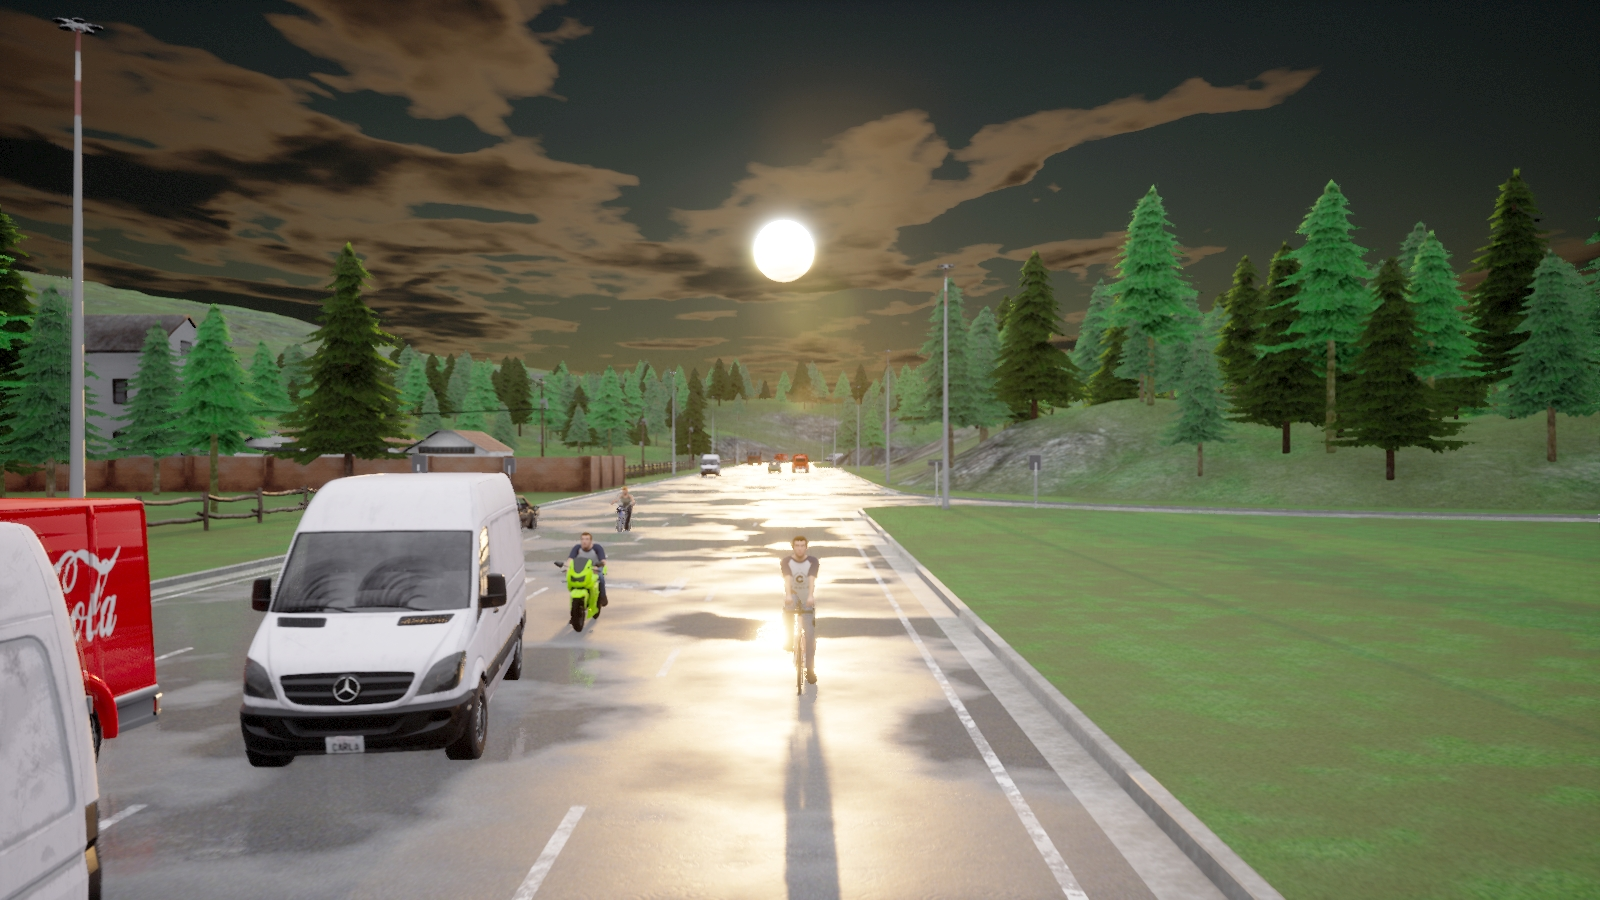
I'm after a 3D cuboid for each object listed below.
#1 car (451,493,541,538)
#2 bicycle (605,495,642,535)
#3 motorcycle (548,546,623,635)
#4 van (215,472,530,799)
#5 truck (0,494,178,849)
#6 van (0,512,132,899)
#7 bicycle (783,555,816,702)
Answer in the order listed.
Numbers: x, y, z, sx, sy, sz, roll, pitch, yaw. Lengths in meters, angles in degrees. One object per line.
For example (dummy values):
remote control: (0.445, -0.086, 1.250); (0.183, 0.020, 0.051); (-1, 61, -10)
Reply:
car: (-10.502, 2.248, 39.835); (1.895, 1.301, 4.718); (0, 0, 0)
bicycle: (-6.174, 2.251, 39.975); (0.859, 1.277, 1.487); (2, 0, 8)
motorcycle: (-3.441, 2.231, 18.492); (0.803, 1.199, 2.033); (0, 0, 1)
van: (-4.198, 1.566, 12.348); (1.988, 2.561, 5.915); (0, 0, -8)
truck: (-6.997, 1.599, 7.814); (2.627, 2.467, 5.204); (0, -1, 0)
van: (-3.787, 1.544, 2.072); (1.988, 2.561, 5.915); (0, 0, -4)
bicycle: (0.000, 2.091, 13.697); (0.373, 1.496, 1.643); (0, 0, 0)
